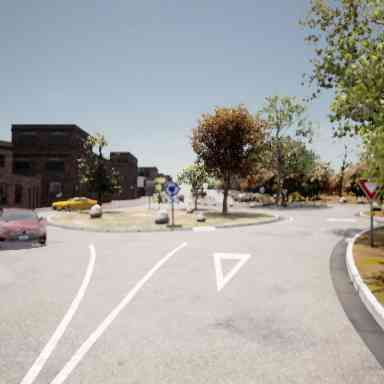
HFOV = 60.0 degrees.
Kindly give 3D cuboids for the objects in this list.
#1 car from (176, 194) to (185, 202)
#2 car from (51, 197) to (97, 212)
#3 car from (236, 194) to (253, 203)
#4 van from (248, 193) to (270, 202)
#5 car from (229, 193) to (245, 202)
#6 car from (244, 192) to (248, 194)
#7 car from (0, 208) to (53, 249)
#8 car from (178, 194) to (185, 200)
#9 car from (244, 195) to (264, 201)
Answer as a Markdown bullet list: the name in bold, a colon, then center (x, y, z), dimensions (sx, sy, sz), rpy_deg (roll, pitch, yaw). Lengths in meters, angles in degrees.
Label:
- **car**: center (-2.665, 1.422, 71.432), dimensions (1.837, 1.490, 4.892), rpy_deg (0, 0, 0)
- **car**: center (-12.660, 1.343, 36.000), dimensions (1.882, 1.535, 5.008), rpy_deg (-2, -2, 37)
- **car**: center (11.121, 1.709, 71.072), dimensions (1.837, 1.490, 4.892), rpy_deg (0, 0, 0)
- **van**: center (16.027, 1.399, 77.710), dimensions (4.442, 1.987, 1.878), rpy_deg (0, 1, 0)
- **car**: center (11.037, 1.597, 81.112), dimensions (2.128, 1.511, 4.902), rpy_deg (0, 1, 0)
- **car**: center (15.922, 1.521, 83.263), dimensions (5.366, 1.575, 1.946), rpy_deg (0, 1, 0)
- **car**: center (-7.545, 1.451, 14.404), dimensions (1.812, 1.442, 4.674), rpy_deg (2, -1, -33)
- **car**: center (-2.782, 1.364, 87.693), dimensions (1.837, 1.490, 4.892), rpy_deg (0, 1, 0)
- **car**: center (16.119, 1.503, 86.039), dimensions (4.792, 1.488, 2.163), rpy_deg (0, 1, 0)
